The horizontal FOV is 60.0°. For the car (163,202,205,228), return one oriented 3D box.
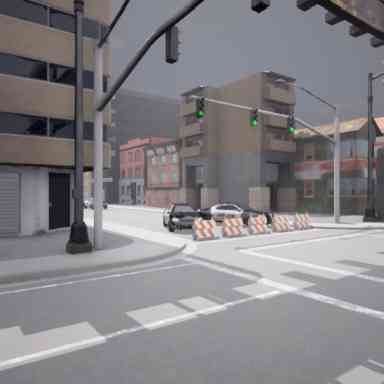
[{"bbox_3d":[-0.621,1.295,20.195,1.853,1.218,4.536,0,0,-11],"label":"car"}]

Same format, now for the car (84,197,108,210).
[{"bbox_3d":[-12.717,1.452,43.787,2.038,1.542,4.974,0,0,-36],"label":"car"}]

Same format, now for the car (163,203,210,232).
[{"bbox_3d":[-0.611,1.452,20.144,2.038,1.542,4.974,0,0,-11],"label":"car"}]

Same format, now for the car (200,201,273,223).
[{"bbox_3d":[2.918,1.295,22.328,4.536,1.218,1.853,0,0,34],"label":"car"}]

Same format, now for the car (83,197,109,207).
[{"bbox_3d":[-12.747,1.295,43.829,1.853,1.218,4.536,0,0,-36],"label":"car"}]

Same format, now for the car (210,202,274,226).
[{"bbox_3d":[2.961,1.452,22.299,4.974,1.542,2.038,0,0,34],"label":"car"}]
